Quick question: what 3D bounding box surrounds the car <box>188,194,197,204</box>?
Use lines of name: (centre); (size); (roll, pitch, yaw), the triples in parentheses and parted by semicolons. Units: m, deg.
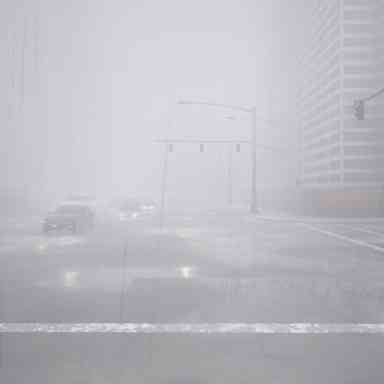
car: (0.075, 1.547, 64.185); (2.033, 1.411, 5.357); (0, 0, 0)

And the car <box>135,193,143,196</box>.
car: (-10.425, 1.479, 68.300); (1.882, 1.535, 5.008); (0, 0, 0)

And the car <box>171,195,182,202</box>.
car: (-3.412, 1.354, 74.474); (2.128, 1.511, 4.902); (0, 0, 0)

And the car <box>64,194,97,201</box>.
car: (-10.557, 1.221, 31.452); (2.150, 2.045, 5.566); (0, 0, 0)

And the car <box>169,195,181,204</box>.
car: (-3.425, 1.491, 64.189); (2.128, 1.511, 4.902); (0, 0, 0)

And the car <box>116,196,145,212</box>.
car: (-7.054, 1.504, 38.518); (1.837, 1.490, 4.892); (0, 0, 0)

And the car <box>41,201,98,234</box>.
car: (-7.079, 1.506, 19.541); (1.837, 1.490, 4.892); (0, 0, 0)

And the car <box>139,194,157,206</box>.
car: (-7.022, 1.491, 55.425); (2.128, 1.511, 4.902); (0, 0, 0)

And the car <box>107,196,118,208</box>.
car: (-10.542, 1.351, 47.282); (2.097, 1.767, 4.553); (0, 0, 0)

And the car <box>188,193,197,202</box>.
car: (0.087, 1.184, 74.440); (2.097, 1.767, 4.553); (0, 0, 0)
